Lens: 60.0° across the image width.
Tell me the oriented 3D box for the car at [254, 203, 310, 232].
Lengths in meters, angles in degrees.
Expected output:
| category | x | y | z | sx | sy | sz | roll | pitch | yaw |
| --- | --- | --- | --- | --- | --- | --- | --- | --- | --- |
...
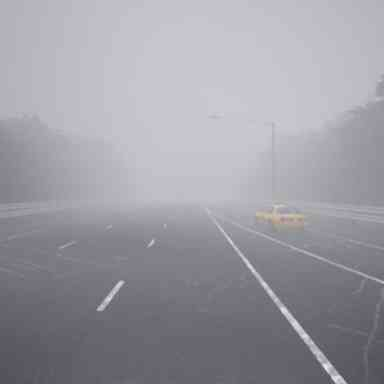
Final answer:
| category | x | y | z | sx | sy | sz | roll | pitch | yaw |
| --- | --- | --- | --- | --- | --- | --- | --- | --- | --- |
| car | 5.149 | 1.430 | 19.879 | 1.801 | 1.575 | 5.366 | 0 | 0 | -6 |
